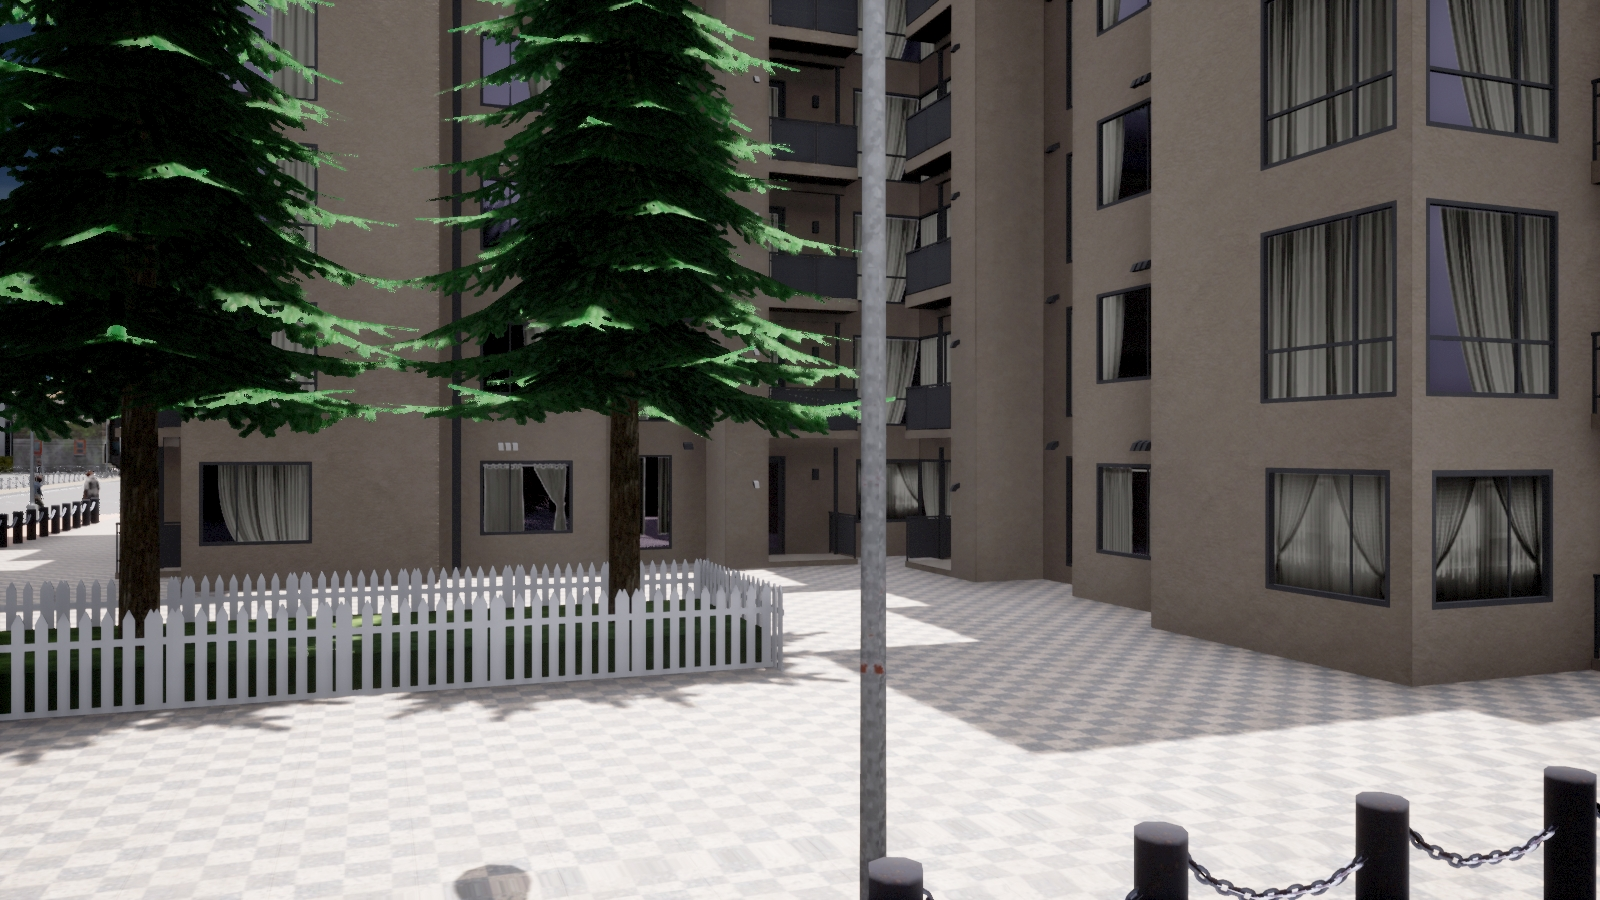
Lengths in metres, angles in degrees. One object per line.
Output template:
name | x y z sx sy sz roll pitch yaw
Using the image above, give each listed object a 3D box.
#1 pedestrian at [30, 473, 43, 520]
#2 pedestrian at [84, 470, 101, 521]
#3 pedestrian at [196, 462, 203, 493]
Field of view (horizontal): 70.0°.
pedestrian | -30.148 1.824 45.109 0.375 1.860 0.375 0 0 -22
pedestrian | -25.982 1.671 41.949 0.375 1.860 0.375 0 0 14
pedestrian | -36.046 1.670 68.614 0.375 1.860 0.375 0 0 -25
